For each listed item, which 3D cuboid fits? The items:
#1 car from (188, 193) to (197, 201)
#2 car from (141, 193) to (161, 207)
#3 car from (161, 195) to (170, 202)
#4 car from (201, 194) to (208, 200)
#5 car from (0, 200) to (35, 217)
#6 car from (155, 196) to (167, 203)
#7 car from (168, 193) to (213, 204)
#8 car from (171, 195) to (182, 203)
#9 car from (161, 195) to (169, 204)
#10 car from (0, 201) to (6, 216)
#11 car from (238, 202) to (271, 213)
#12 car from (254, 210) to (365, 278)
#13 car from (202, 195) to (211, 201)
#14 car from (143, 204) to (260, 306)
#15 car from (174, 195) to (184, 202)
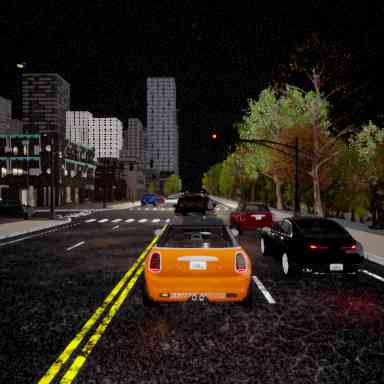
[{"bbox_3d":[0.146,1.189,80.742,2.150,2.045,5.566,0,0,0],"label":"car"},{"bbox_3d":[-6.497,1.205,51.314,2.150,2.045,5.566,0,0,0],"label":"car"},{"bbox_3d":[-6.354,1.473,79.770,1.837,1.490,4.892,0,0,0],"label":"car"},{"bbox_3d":[3.415,1.323,91.125,1.812,1.442,4.674,0,0,0],"label":"car"},{"bbox_3d":[-18.059,1.551,32.986,4.553,1.767,2.097,-1,1,1],"label":"car"},{"bbox_3d":[-6.378,1.579,68.766,1.895,1.301,4.718,0,0,0],"label":"car"},{"bbox_3d":[0.134,1.219,17.705,2.150,2.045,5.566,0,0,0],"label":"car"},{"bbox_3d":[-3.137,1.471,68.153,2.128,1.511,4.902,0,0,0],"label":"car"},{"bbox_3d":[-3.251,1.512,50.966,1.812,1.442,4.674,0,0,0],"label":"car"},{"bbox_3d":[-19.899,1.811,30.314,4.313,1.339,1.947,-1,1,0],"label":"car"},{"bbox_3d":[3.385,1.348,19.032,2.097,1.767,4.553,0,0,0],"label":"car"},{"bbox_3d":[3.369,1.503,10.162,1.837,1.490,4.892,0,0,0],"label":"car"},{"bbox_3d":[3.396,1.504,80.707,2.033,1.411,5.357,0,0,0],"label":"car"},{"bbox_3d":[0.115,1.350,8.164,2.097,1.767,4.553,0,0,0],"label":"car"},{"bbox_3d":[-3.106,1.499,78.894,2.128,1.511,4.902,0,0,0],"label":"car"}]
